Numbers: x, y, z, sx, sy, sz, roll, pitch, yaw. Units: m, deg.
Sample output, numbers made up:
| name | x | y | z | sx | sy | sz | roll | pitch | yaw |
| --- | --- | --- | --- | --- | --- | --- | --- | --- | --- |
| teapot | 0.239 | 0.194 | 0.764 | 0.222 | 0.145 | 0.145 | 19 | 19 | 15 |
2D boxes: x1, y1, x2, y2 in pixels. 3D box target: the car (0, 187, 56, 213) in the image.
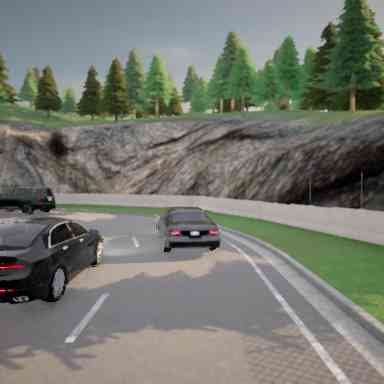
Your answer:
| name | x | y | z | sx | sy | sz | roll | pitch | yaw |
| --- | --- | --- | --- | --- | --- | --- | --- | --- | --- |
| car | -13.324 | 0.666 | 25.674 | 5.566 | 2.045 | 2.150 | 0 | 1 | 12 |

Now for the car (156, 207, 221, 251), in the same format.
| name | x | y | z | sx | sy | sz | roll | pitch | yaw |
| --- | --- | --- | --- | --- | --- | --- | --- | --- | --- |
| car | -0.303 | 1.272 | 12.729 | 2.033 | 1.411 | 5.357 | 0 | 1 | -9 |

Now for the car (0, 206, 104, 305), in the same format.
| name | x | y | z | sx | sy | sz | roll | pitch | yaw |
| --- | --- | --- | --- | --- | --- | --- | --- | --- | --- |
| car | -3.463 | 1.337 | 7.751 | 1.837 | 1.490 | 4.892 | 0 | 2 | 0 |
